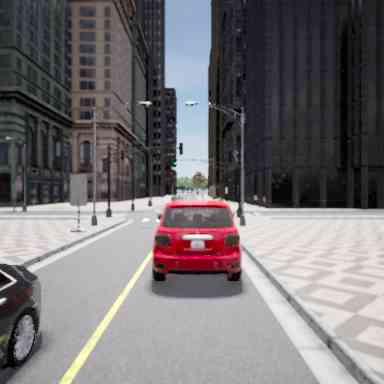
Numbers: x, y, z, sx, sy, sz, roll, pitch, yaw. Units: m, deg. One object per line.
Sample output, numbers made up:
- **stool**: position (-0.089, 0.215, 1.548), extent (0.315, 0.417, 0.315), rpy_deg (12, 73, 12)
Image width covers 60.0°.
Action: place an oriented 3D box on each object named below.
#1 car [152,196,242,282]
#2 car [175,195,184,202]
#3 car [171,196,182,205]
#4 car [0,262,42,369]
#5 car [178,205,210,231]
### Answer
- **car**: position (0.115, 1.226, 9.898), extent (2.150, 2.045, 5.566), rpy_deg (0, 0, 0)
- **car**: position (-2.876, 1.561, 78.263), extent (1.812, 1.442, 4.674), rpy_deg (0, 0, 0)
- **car**: position (-2.938, 1.535, 62.795), extent (1.837, 1.490, 4.892), rpy_deg (0, 0, 1)
- **car**: position (-3.095, 1.506, 2.955), extent (1.837, 1.490, 4.892), rpy_deg (0, 0, 0)
- **car**: position (0.134, 1.610, 21.875), extent (1.895, 1.301, 4.718), rpy_deg (0, 0, 0)
